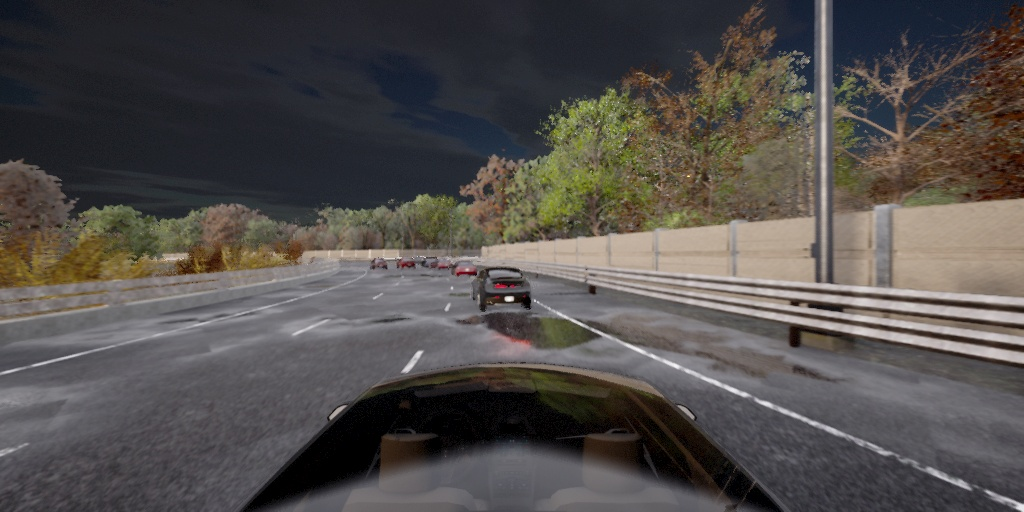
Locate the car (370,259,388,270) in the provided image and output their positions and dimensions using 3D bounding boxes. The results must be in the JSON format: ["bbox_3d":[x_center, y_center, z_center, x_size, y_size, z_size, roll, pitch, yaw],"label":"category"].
[{"bbox_3d":[-17.756,1.051,47.783,1.812,1.442,4.674,-1,1,-27],"label":"car"}]

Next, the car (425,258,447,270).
[{"bbox_3d":[-9.219,1.032,46.304,1.994,1.385,4.181,-1,0,-33],"label":"car"}]

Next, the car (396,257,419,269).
[{"bbox_3d":[-14.600,0.965,49.293,1.882,1.535,5.008,-1,1,-27],"label":"car"}]

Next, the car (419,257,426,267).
[{"bbox_3d":[-12.027,1.009,52.147,1.994,1.385,4.181,-1,1,-26],"label":"car"}]

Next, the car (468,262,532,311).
[{"bbox_3d":[-0.520,1.160,14.097,1.837,1.490,4.892,-1,0,-10],"label":"car"}]

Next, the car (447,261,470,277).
[{"bbox_3d":[-4.370,1.105,32.221,1.994,1.385,4.181,-1,0,-17],"label":"car"}]
